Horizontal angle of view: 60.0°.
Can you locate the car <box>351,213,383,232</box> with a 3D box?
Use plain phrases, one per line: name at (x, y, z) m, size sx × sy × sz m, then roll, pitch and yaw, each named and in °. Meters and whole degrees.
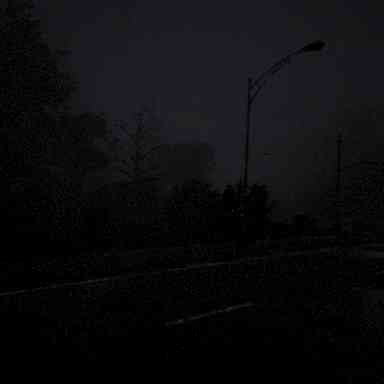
car at (15.000, 2.463, 25.975) m, size 1.882 × 1.535 × 5.008 m, roll 3°, pitch -2°, yaw -29°
